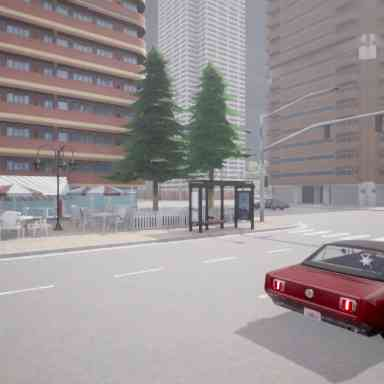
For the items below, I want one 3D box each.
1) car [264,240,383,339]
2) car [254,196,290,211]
[{"bbox_3d":[3.663,1.601,6.421,4.718,1.301,1.895,0,0,-36],"label":"car"},{"bbox_3d":[9.971,1.603,42.740,2.033,1.411,5.357,0,0,-36],"label":"car"}]
